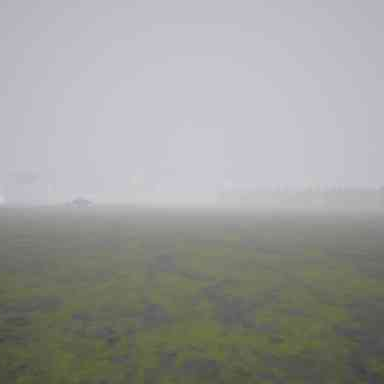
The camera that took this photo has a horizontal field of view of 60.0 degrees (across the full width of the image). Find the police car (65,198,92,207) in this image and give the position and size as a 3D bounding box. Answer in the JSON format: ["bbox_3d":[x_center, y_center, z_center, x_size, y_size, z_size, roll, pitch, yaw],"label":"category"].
[{"bbox_3d":[-21.374,1.944,62.729,1.930,1.638,5.238,1,0,35],"label":"police car"}]
